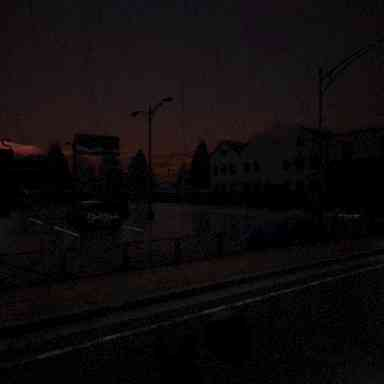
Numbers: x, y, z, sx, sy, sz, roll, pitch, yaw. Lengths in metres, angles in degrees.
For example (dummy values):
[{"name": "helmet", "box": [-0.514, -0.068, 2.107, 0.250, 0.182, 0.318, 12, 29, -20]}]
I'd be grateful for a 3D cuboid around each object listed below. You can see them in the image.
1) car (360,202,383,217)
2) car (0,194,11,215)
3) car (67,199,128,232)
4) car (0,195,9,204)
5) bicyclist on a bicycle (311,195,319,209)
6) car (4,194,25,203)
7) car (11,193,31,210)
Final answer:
[{"name": "car", "box": [16.034, 1.348, 26.771, 1.812, 1.442, 4.674, -1, 0, -38]}, {"name": "car", "box": [-17.921, 1.113, 29.845, 1.932, 1.855, 4.605, 0, 0, -36]}, {"name": "car", "box": [-5.315, 1.248, 17.892, 1.970, 1.475, 3.806, 0, 0, -36]}, {"name": "car", "box": [-39.205, 1.495, 66.104, 4.611, 1.667, 2.242, 0, 0, -36]}, {"name": "bicyclist on a bicycle", "box": [13.660, 1.124, 36.837, 1.656, 1.620, 0.582, 0, 0, -35]}, {"name": "car", "box": [-38.979, 1.328, 73.232, 3.866, 1.878, 1.905, 0, 0, -36]}, {"name": "car", "box": [-19.835, 1.092, 38.155, 1.905, 1.878, 3.866, 0, 0, -36]}]
